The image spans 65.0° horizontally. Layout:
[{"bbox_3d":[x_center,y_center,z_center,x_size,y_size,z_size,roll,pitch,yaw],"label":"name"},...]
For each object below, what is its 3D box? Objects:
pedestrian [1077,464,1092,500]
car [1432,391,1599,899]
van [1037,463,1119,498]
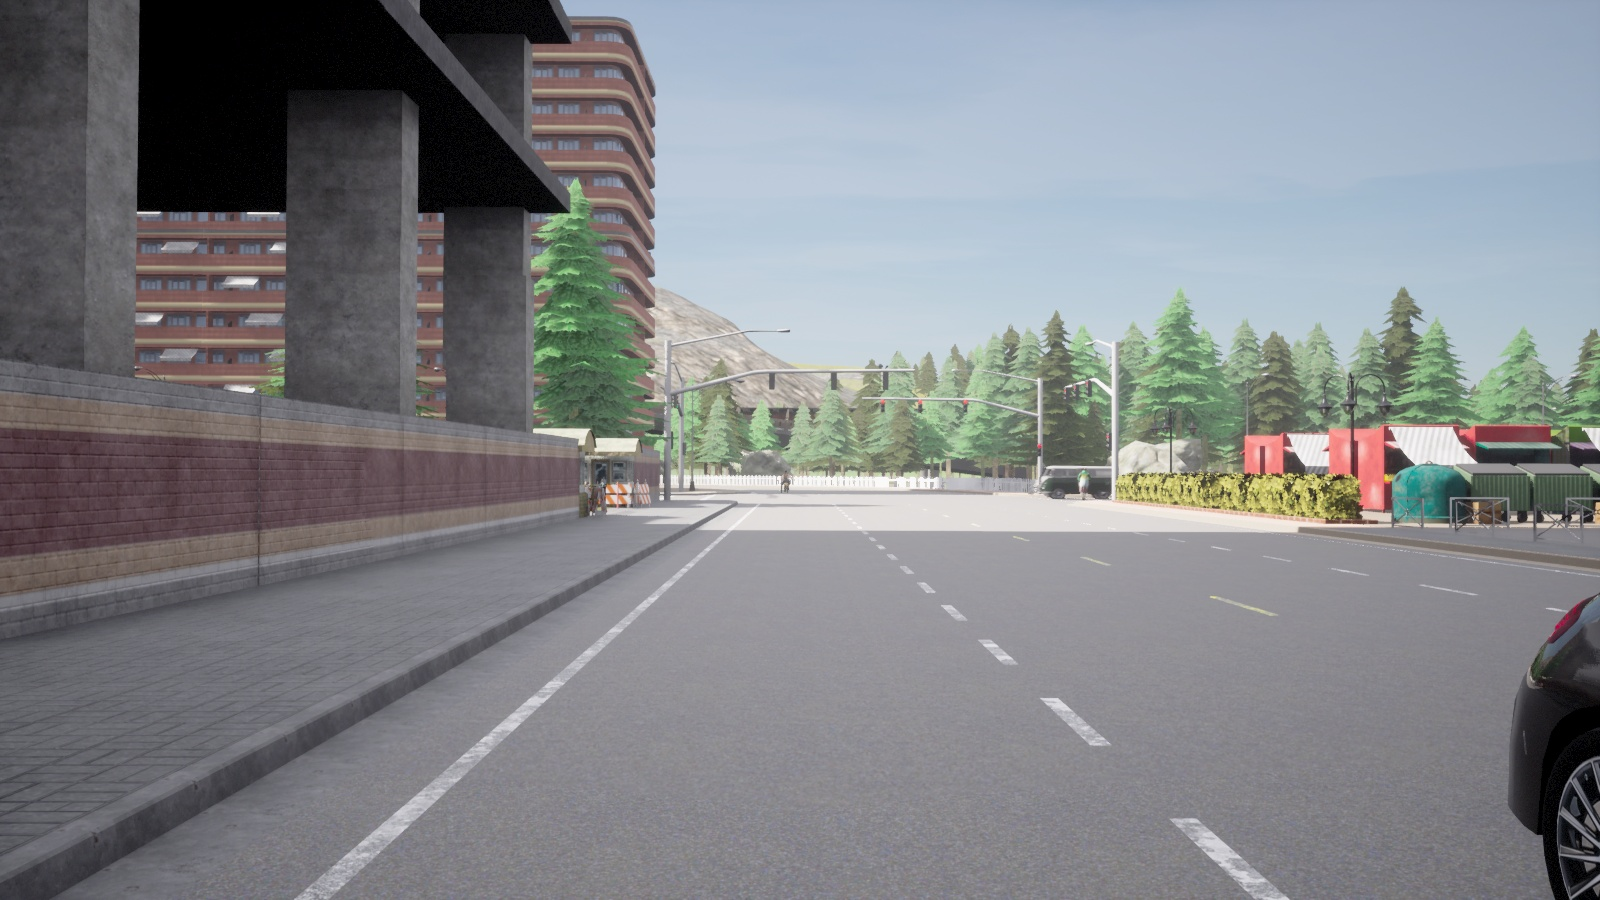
[{"bbox_3d":[15.177,1.700,67.014,0.659,1.952,0.873,0,-1,3],"label":"pedestrian"},{"bbox_3d":[3.493,0.617,2.258,2.152,1.651,5.027,0,-1,0],"label":"car"},{"bbox_3d":[16.308,1.793,73.758,4.442,1.987,1.775,0,-1,0],"label":"van"}]
